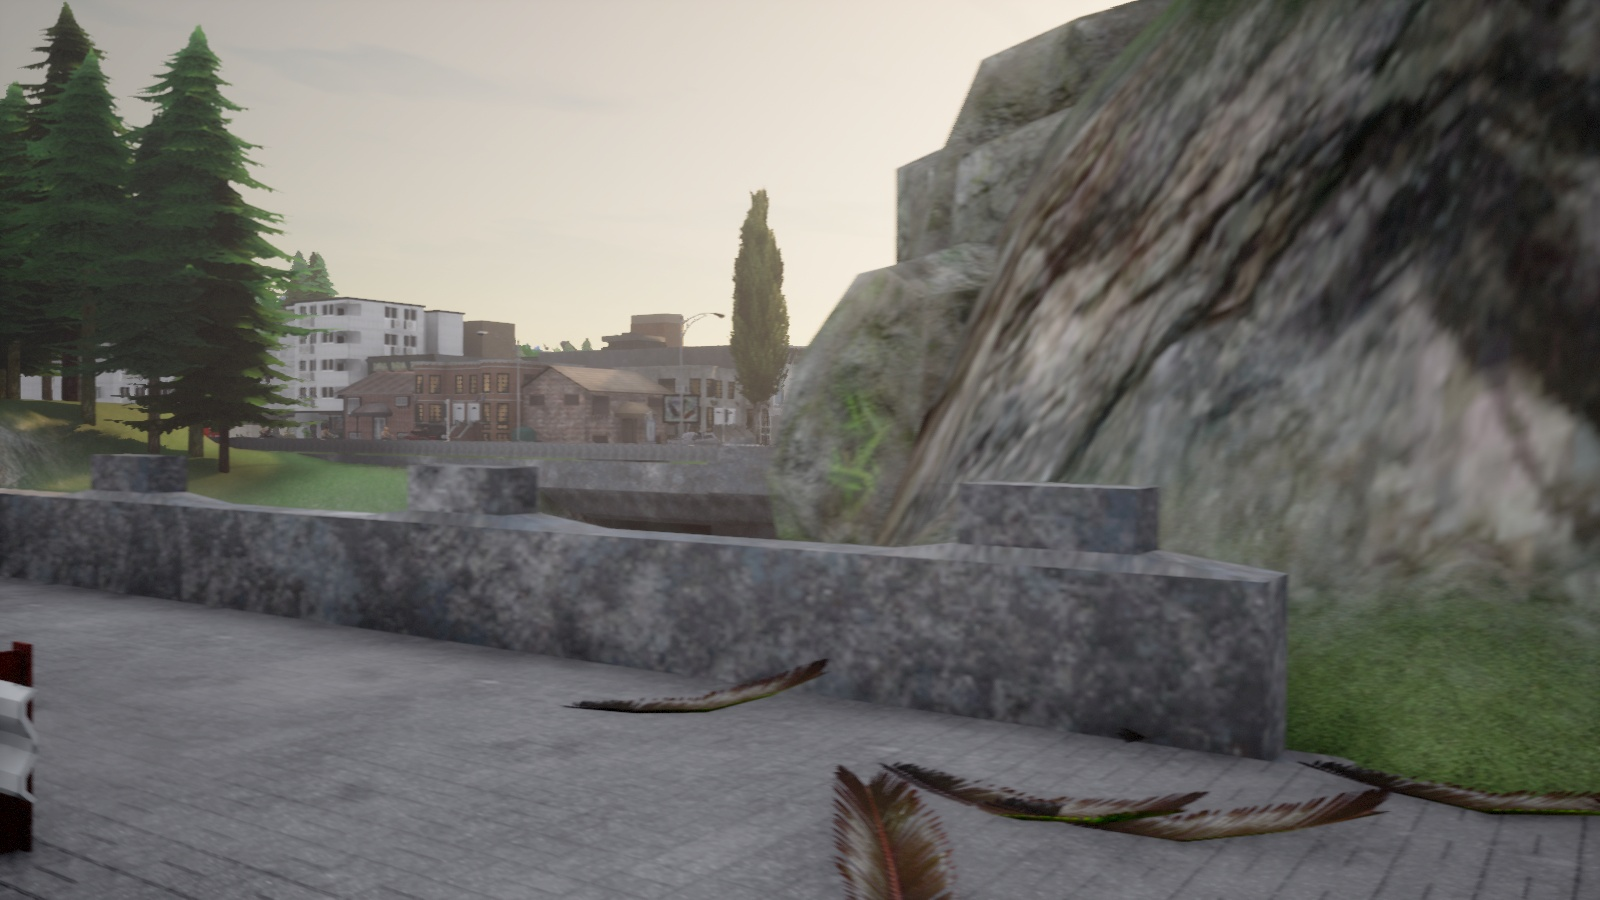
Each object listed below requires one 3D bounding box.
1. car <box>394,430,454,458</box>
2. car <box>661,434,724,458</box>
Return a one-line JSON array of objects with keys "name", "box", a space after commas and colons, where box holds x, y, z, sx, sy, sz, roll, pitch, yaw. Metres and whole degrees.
[{"name": "car", "box": [-25.609, -0.403, 85.508, 3.866, 1.878, 1.905, 0, 1, 34]}, {"name": "car", "box": [-6.736, -0.271, 79.041, 1.845, 1.501, 3.633, 1, 1, 44]}]
